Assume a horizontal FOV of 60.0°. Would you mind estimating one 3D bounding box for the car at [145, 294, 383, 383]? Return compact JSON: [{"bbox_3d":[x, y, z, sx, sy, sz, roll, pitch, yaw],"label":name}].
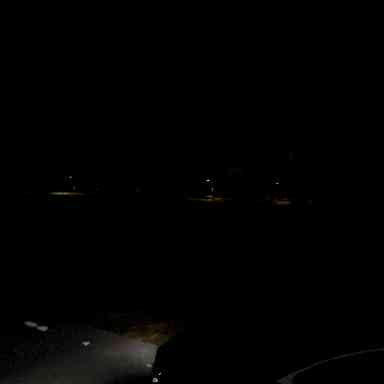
[{"bbox_3d":[1.870,1.600,2.490,4.892,1.490,1.837,0,-1,30],"label":"car"}]
